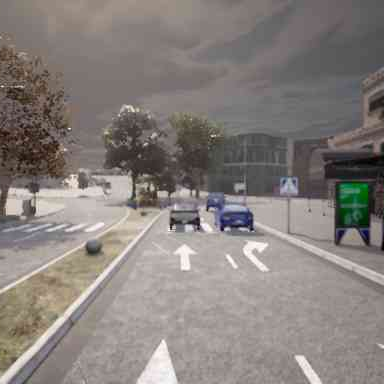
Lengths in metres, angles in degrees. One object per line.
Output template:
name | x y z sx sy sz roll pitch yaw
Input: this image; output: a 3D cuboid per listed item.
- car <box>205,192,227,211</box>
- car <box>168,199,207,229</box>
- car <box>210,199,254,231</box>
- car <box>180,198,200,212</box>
car | 2.668 1.020 36.993 2.150 2.045 5.566 0 1 4
car | -0.466 1.430 20.953 2.128 1.511 4.902 0 0 -2
car | 2.428 1.414 20.116 1.882 1.535 5.008 0 0 -2
car | -0.195 1.397 37.224 1.895 1.301 4.718 0 1 4
